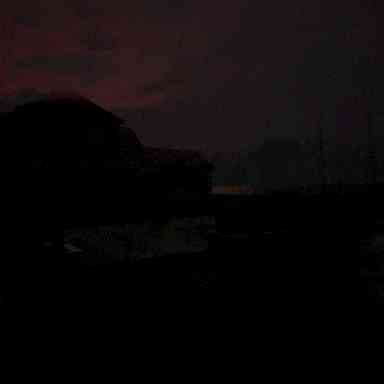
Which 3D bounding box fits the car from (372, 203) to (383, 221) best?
[{"bbox_3d":[14.725,1.564,26.921,1.994,1.385,4.181,0,0,-36],"label":"car"}]
